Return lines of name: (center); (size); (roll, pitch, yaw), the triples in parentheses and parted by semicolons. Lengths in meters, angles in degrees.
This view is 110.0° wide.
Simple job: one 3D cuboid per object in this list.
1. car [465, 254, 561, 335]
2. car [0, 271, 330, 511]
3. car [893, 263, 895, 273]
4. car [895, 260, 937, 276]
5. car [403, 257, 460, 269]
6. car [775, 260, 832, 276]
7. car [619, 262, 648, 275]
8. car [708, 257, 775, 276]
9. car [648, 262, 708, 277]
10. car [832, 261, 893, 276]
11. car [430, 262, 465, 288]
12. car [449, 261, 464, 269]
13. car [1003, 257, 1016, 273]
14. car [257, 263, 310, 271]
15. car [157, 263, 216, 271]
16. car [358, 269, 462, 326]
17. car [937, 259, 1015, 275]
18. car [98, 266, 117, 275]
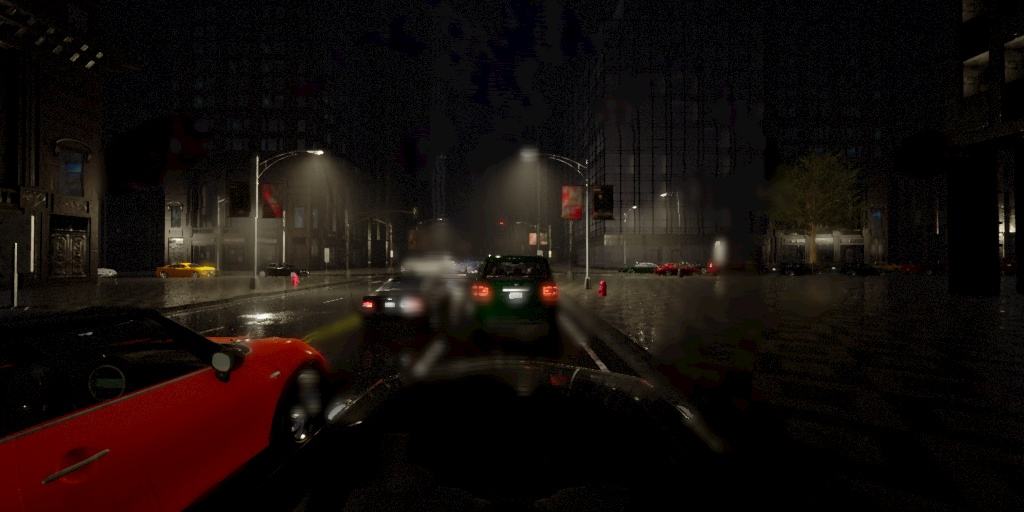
car: (0.114, 0.979, 10.641); (2.150, 2.045, 5.566); (0, 0, 0)
car: (-3.146, 1.102, 2.313); (2.097, 1.767, 4.553); (0, 0, 0)
car: (43.273, 1.295, 42.256); (4.829, 1.417, 1.751); (0, 0, -1)
car: (42.567, 1.179, 36.352); (5.008, 1.535, 1.882); (0, -1, 0)
car: (-8.831, 1.099, 38.677); (5.566, 2.045, 2.150); (0, 0, -1)
car: (26.642, 1.275, 33.499); (4.313, 1.339, 1.948); (0, 0, -1)
car: (14.172, 1.418, 39.100); (4.718, 1.301, 1.895); (0, -1, -1)
car: (21.005, 1.041, 33.421); (5.009, 1.841, 2.192); (0, 0, -1)
car: (15.366, 1.327, 33.342); (4.207, 1.307, 1.802); (0, 0, -1)
car: (32.280, 1.259, 33.578); (4.313, 1.339, 1.948); (0, 0, -1)
car: (-3.123, 1.280, 21.462); (2.128, 1.511, 4.902); (0, 0, 0)
car: (-9.718, 1.571, 63.188); (1.812, 1.442, 4.674); (0, 0, 1)
car: (49.195, 0.972, 33.814); (5.009, 1.841, 2.192); (0, 0, -1)
car: (-22.559, 1.432, 35.430); (4.892, 1.490, 1.837); (0, -1, 0)
car: (-32.075, 1.448, 35.456); (5.008, 1.535, 1.882); (0, -1, 0)
car: (-3.121, 1.307, 11.725); (2.033, 1.411, 5.357); (0, 0, 0)
car: (43.556, 1.213, 33.735); (4.507, 1.381, 1.888); (0, 0, -1)
car: (-42.074, 1.542, 35.483); (4.674, 1.442, 1.812); (0, -1, 0)
